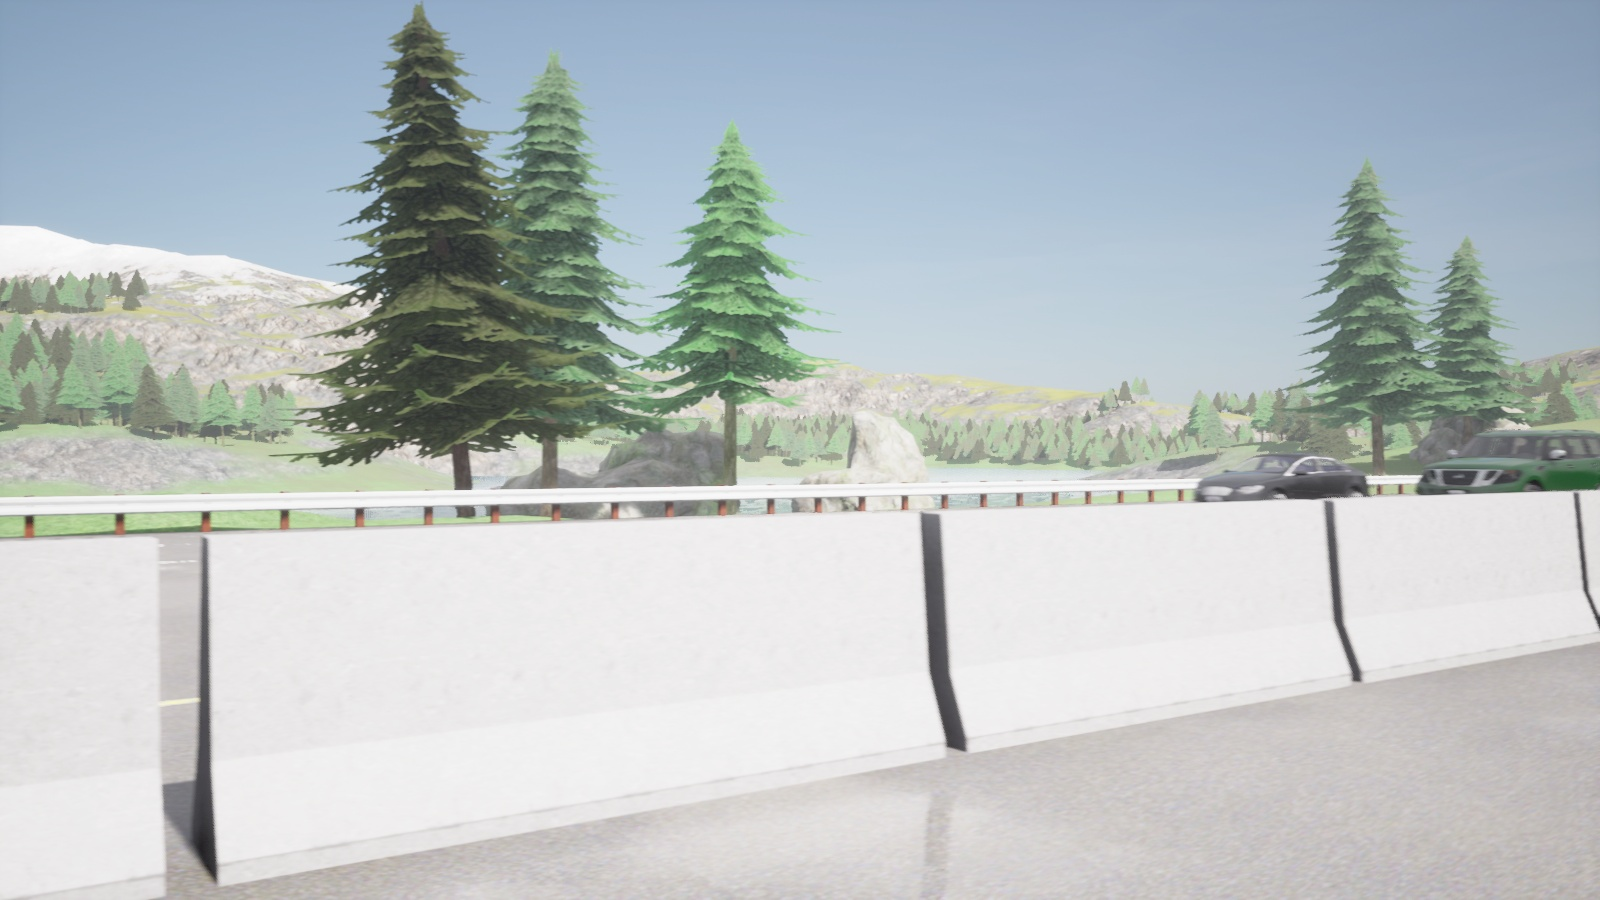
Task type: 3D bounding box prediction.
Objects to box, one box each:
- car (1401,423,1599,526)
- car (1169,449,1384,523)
[{"bbox_3d":[15.689,0.496,27.417,5.566,2.045,2.150,0,0,-35],"label":"car"},{"bbox_3d":[10.750,0.746,28.231,4.902,1.511,2.128,0,0,-35],"label":"car"}]
